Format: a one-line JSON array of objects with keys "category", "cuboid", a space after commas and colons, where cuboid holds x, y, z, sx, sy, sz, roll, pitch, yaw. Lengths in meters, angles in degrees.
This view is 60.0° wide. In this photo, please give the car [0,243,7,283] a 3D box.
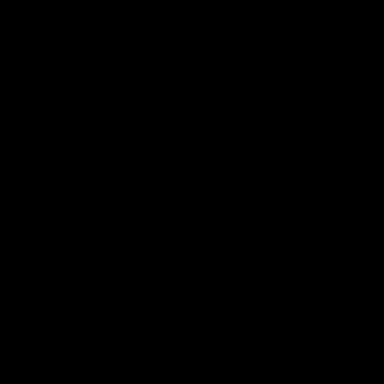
[{"category": "car", "cuboid": [-6.311, 1.416, 8.230, 3.806, 1.475, 1.970, 0, 0, 37]}]
